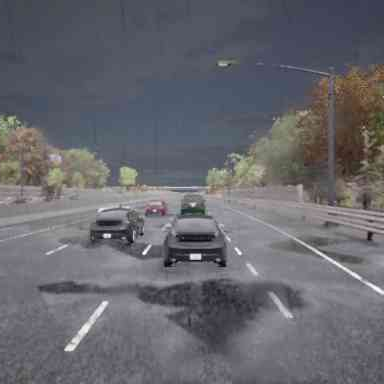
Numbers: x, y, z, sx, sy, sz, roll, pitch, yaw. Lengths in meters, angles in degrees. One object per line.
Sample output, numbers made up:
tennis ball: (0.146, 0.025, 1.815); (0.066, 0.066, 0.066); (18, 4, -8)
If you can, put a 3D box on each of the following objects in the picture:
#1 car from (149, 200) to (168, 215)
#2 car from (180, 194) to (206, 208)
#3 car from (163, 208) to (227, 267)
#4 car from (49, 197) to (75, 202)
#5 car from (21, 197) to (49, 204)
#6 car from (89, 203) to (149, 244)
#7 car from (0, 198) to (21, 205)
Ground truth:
car: (-3.404, 1.539, 32.636); (1.812, 1.442, 4.674); (0, 0, 0)
car: (0.094, 1.233, 30.737); (2.150, 2.045, 5.566); (0, 0, 0)
car: (0.099, 1.505, 11.428); (1.837, 1.490, 4.892); (0, 0, 0)
car: (-17.579, 1.535, 46.307); (1.837, 1.490, 4.892); (0, -1, 0)
car: (-21.077, 1.505, 46.019); (1.882, 1.535, 5.008); (0, 0, 0)
car: (-3.401, 1.506, 15.760); (1.837, 1.490, 4.892); (0, 0, 0)
car: (-24.572, 1.575, 45.737); (2.033, 1.411, 5.357); (0, 0, 0)
